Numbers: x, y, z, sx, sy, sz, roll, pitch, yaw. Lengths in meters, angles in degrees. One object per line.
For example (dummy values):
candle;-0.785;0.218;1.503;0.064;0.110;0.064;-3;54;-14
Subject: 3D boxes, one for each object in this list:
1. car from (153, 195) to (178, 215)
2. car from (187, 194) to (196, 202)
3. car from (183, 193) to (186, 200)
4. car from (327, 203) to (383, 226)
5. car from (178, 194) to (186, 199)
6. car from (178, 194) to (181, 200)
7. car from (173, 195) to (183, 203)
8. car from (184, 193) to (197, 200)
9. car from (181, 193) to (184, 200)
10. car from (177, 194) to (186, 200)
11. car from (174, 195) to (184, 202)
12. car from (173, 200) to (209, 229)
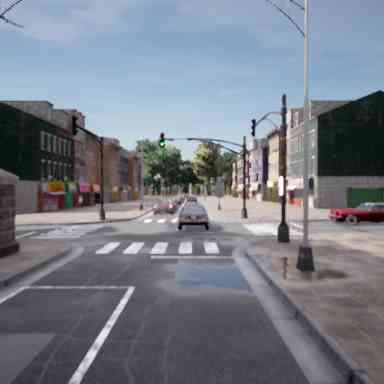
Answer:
car;-2.659;1.317;32.211;1.967;1.590;4.097;-1;0;0
car;-0.026;1.249;72.786;1.882;1.535;5.008;0;0;0
car;-2.668;1.353;59.384;2.008;1.369;4.403;-1;0;0
car;10.950;1.326;20.485;4.718;1.301;1.895;-1;1;0
car;-2.680;1.297;91.993;1.947;1.339;4.313;-1;0;0
car;-2.661;1.300;37.645;1.967;1.590;4.097;-1;0;0
car;-2.670;1.334;64.819;1.887;1.381;4.507;-1;0;0
car;-0.017;1.286;62.542;2.128;1.511;4.902;0;0;0
car;-2.666;1.360;53.950;1.887;1.381;4.507;-1;0;0
car;-2.678;1.292;86.558;2.008;1.369;4.403;-1;0;0
car;-2.672;1.342;70.254;1.947;1.339;4.313;-1;0;0
car;0.088;1.460;21.020;2.033;1.411;5.357;0;0;0
